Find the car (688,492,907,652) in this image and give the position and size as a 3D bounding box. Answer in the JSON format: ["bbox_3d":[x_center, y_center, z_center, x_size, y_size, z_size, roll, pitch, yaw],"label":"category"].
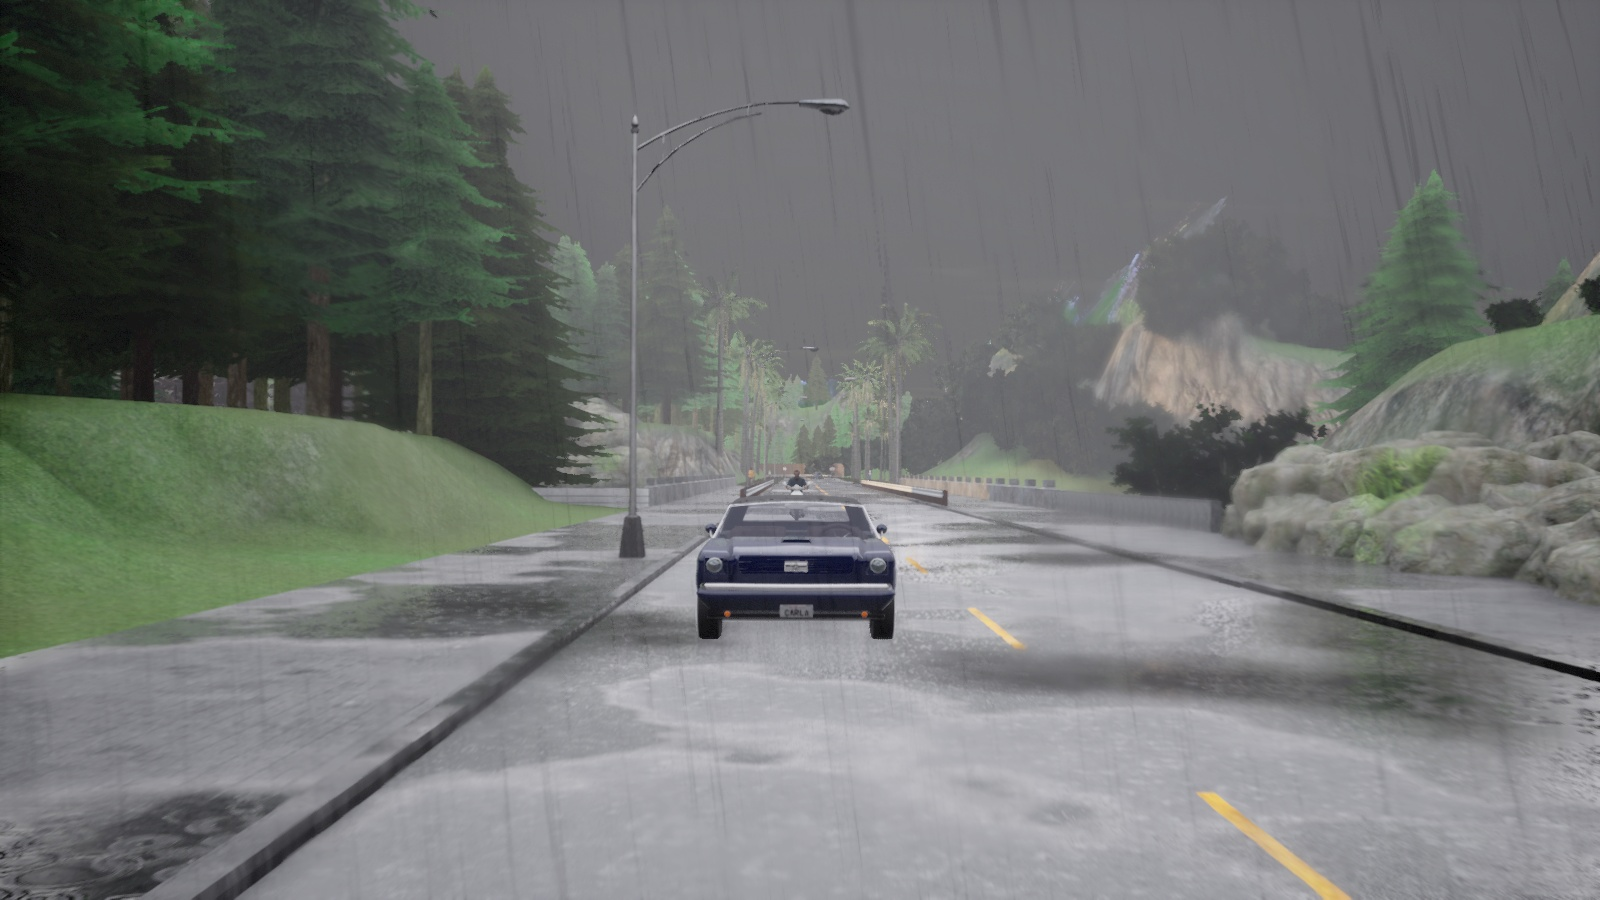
[{"bbox_3d":[-0.031,1.137,13.268,1.895,1.301,4.718,0,-1,0],"label":"car"}]
